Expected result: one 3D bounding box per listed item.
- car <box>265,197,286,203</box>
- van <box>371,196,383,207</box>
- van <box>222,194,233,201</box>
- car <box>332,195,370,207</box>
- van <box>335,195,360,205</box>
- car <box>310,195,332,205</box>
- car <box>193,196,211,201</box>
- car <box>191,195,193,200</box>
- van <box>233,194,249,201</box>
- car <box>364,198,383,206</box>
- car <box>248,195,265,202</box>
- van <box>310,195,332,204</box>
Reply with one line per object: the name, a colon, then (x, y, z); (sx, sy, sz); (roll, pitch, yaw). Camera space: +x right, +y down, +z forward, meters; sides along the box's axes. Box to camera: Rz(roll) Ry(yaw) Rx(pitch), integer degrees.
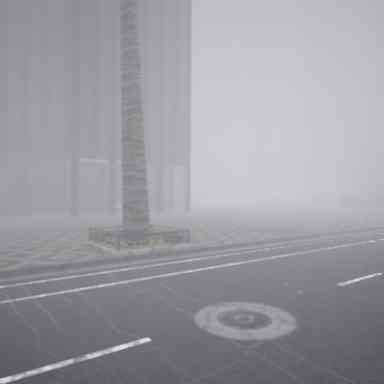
car: (19.957, 1.785, 77.621); (1.802, 1.307, 4.206); (0, 0, -36)
van: (29.512, 1.500, 49.563); (1.690, 1.788, 3.998); (1, 0, -36)
van: (10.063, 1.545, 91.486); (1.690, 1.788, 3.998); (0, 0, -36)
car: (26.214, 1.470, 54.184); (2.192, 1.841, 5.009); (1, 0, -36)
van: (29.853, 1.548, 63.759); (1.690, 1.788, 3.998); (0, 0, -36)
car: (22.914, 1.734, 58.804); (1.802, 1.307, 4.206); (0, 0, -36)
car: (3.125, 1.700, 86.531); (2.008, 1.369, 4.403); (0, 0, -36)
car: (-0.173, 1.589, 91.152); (1.967, 1.590, 4.097); (0, 0, -36)
van: (13.361, 1.545, 86.865); (1.690, 1.788, 3.998); (0, 0, -36)
car: (33.150, 1.792, 59.137); (1.802, 1.307, 4.206); (0, 0, -36)
car: (16.659, 1.786, 82.242); (1.802, 1.307, 4.206); (0, 0, -36)
van: (26.555, 1.546, 68.380); (1.690, 1.788, 3.998); (0, 0, -36)
